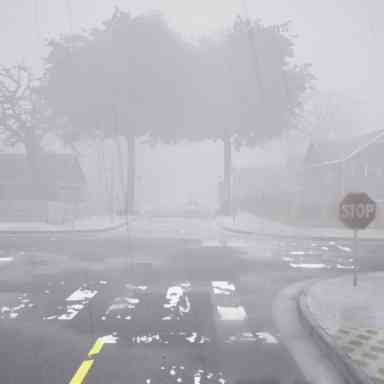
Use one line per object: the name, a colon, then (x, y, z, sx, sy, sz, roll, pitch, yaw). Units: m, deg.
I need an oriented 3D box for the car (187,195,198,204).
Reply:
car: (0.039, 1.508, 66.823, 2.097, 1.767, 4.553, 0, 0, 0)

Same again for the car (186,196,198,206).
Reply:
car: (0.033, 1.683, 56.803, 1.994, 1.385, 4.181, 0, 0, 0)
